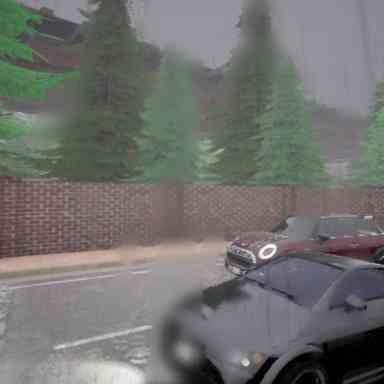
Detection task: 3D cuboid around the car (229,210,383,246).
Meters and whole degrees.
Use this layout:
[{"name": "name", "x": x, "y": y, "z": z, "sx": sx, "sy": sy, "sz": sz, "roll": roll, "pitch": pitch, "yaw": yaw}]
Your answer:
[{"name": "car", "x": 3.187, "y": 1.372, "z": 9.027, "sx": 4.553, "sy": 1.767, "sz": 2.097, "roll": 1, "pitch": 0, "yaw": -22}]

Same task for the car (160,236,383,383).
[{"name": "car", "x": 1.697, "y": 1.573, "z": 4.514, "sx": 4.181, "sy": 1.385, "sz": 1.994, "roll": 1, "pitch": 0, "yaw": -27}]
